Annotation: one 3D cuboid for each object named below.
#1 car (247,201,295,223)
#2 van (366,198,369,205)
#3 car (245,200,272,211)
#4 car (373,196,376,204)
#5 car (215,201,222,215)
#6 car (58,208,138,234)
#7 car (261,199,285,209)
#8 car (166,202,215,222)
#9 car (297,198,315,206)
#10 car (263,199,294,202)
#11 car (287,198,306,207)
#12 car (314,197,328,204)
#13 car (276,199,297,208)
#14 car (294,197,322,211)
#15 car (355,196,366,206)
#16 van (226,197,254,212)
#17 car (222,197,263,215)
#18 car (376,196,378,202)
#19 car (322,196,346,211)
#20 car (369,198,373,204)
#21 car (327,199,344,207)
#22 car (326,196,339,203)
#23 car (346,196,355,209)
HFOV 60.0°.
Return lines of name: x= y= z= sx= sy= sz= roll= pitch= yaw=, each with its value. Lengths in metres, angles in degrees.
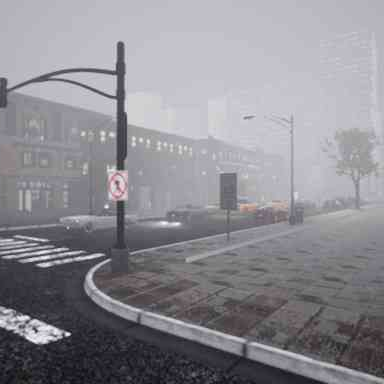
car: x=6.498 y=1.665 z=27.055 sx=1.887 sy=1.381 sz=4.507 roll=0 pitch=0 yaw=35
van: x=31.866 y=1.694 z=63.259 sx=1.690 sy=1.788 sz=3.998 roll=0 pitch=-1 yaw=35
car: x=9.127 y=1.748 z=45.466 sx=2.008 sy=1.369 sz=4.403 roll=0 pitch=0 yaw=35
car: x=38.317 y=1.943 z=72.441 sx=1.752 sy=1.417 sz=4.829 roll=0 pitch=-1 yaw=35
car: x=2.676 y=1.666 z=36.283 sx=1.752 sy=1.417 sz=4.829 roll=0 pitch=0 yaw=35
car: x=-5.544 y=1.662 z=20.071 sx=1.895 sy=1.301 sz=4.718 roll=0 pitch=0 yaw=35
car: x=12.205 y=1.751 z=49.849 sx=1.752 sy=1.417 sz=4.829 roll=0 pitch=0 yaw=35
car: x=-0.293 y=1.665 z=27.531 sx=1.994 sy=1.385 sz=4.181 roll=0 pitch=0 yaw=36
car: x=21.832 y=1.868 z=63.554 sx=2.008 sy=1.369 sz=4.403 roll=0 pitch=-1 yaw=35
car: x=11.386 y=1.678 z=44.094 sx=1.882 sy=1.535 sz=5.008 roll=0 pitch=0 yaw=36
car: x=18.656 y=1.838 z=59.031 sx=2.008 sy=1.369 sz=4.403 roll=0 pitch=-1 yaw=35
car: x=28.185 y=1.820 z=72.596 sx=1.967 sy=1.590 sz=4.097 roll=0 pitch=-1 yaw=35
car: x=15.479 y=1.807 z=54.510 sx=2.008 sy=1.369 sz=4.403 roll=0 pitch=-1 yaw=35
car: x=14.919 y=1.700 z=43.631 sx=2.128 sy=1.511 sz=4.902 roll=0 pitch=0 yaw=35
car: x=28.690 y=1.637 z=58.738 sx=2.192 sy=1.841 sz=5.009 roll=0 pitch=-1 yaw=35
van: x=5.950 y=1.510 z=40.945 sx=1.690 sy=1.788 sz=3.998 roll=0 pitch=0 yaw=35
car: x=5.515 y=1.501 z=35.794 sx=2.097 sy=1.767 sz=4.553 roll=0 pitch=0 yaw=35
car: x=41.395 y=2.032 z=76.822 sx=1.802 sy=1.307 sz=4.206 roll=0 pitch=-1 yaw=35
car: x=19.160 y=1.672 z=45.172 sx=1.967 sy=1.590 sz=4.097 roll=0 pitch=-1 yaw=35
car: x=35.043 y=1.967 z=67.779 sx=1.802 sy=1.307 sz=4.206 roll=0 pitch=-1 yaw=35
car: x=25.097 y=1.908 z=58.119 sx=1.895 sy=1.301 sz=4.718 roll=0 pitch=0 yaw=35
car: x=34.538 y=1.885 z=81.640 sx=1.967 sy=1.590 sz=4.097 roll=0 pitch=-1 yaw=35
car: x=22.337 y=1.577 z=49.695 sx=2.192 sy=1.841 sz=5.009 roll=0 pitch=-1 yaw=35
